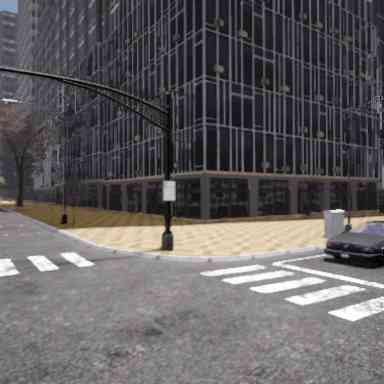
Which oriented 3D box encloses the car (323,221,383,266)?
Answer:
[{"bbox_3d":[7.416,1.837,12.938,5.357,1.411,2.033,1,-1,-35],"label":"car"}]
